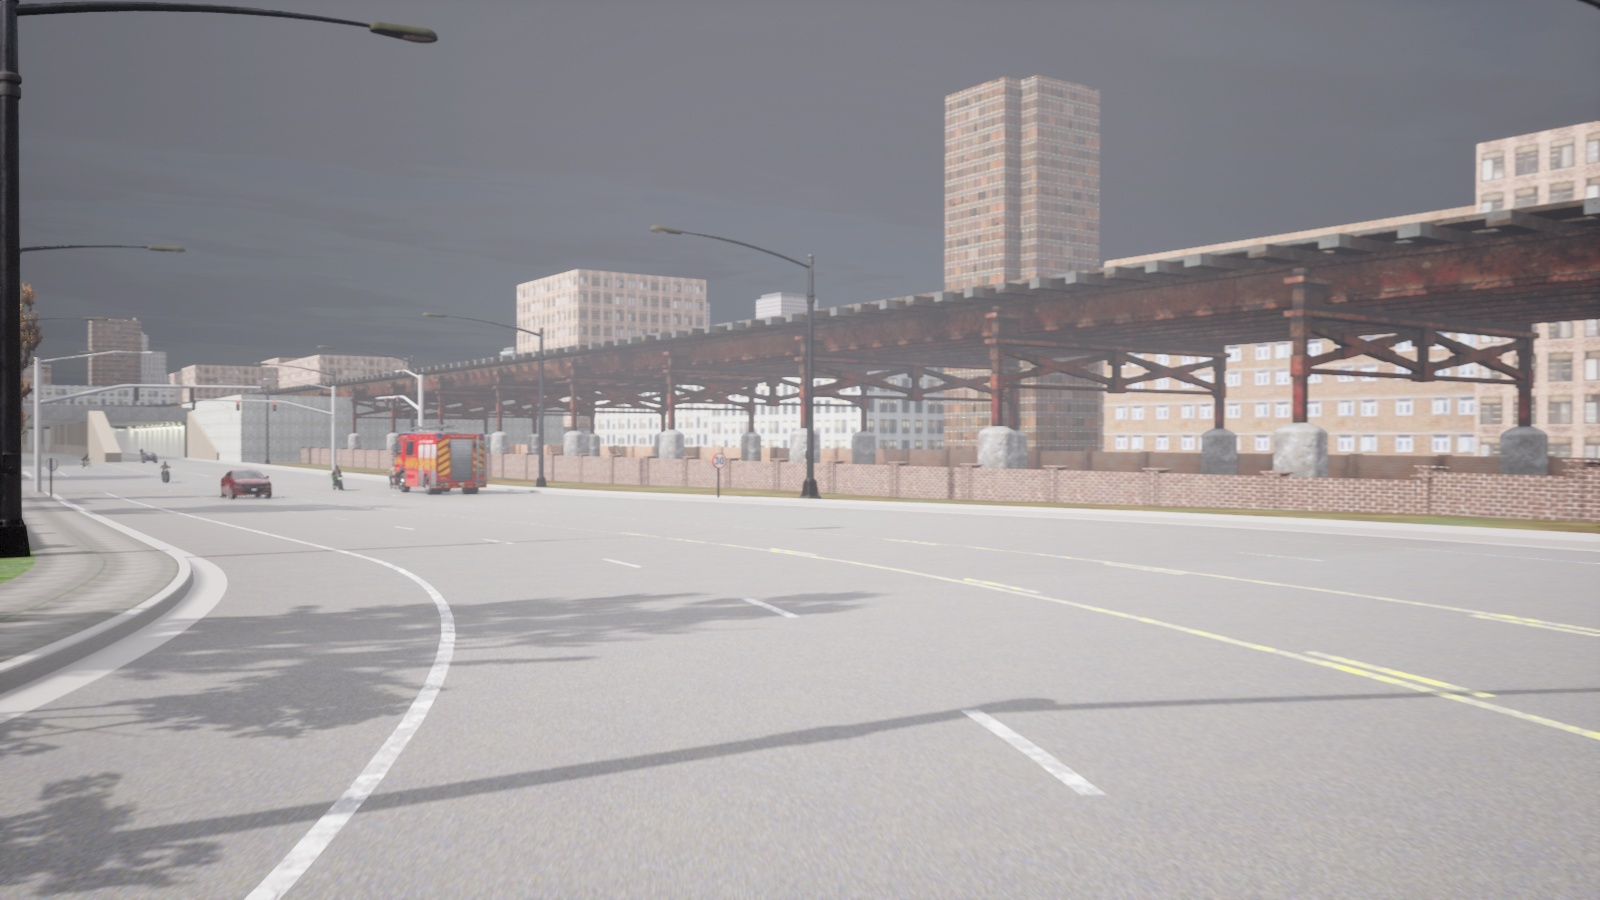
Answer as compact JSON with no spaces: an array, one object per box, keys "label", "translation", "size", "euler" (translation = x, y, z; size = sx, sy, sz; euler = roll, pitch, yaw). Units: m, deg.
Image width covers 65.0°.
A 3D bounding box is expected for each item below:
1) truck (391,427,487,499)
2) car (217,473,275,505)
[{"label":"truck","translation":[-20.712,0.729,71.643],"size":[2.891,3.827,8.468],"euler":[-1,0,-33]},{"label":"car","translation":[-28.304,1.945,64.071],"size":[1.882,1.535,5.008],"euler":[-1,0,-33]}]
